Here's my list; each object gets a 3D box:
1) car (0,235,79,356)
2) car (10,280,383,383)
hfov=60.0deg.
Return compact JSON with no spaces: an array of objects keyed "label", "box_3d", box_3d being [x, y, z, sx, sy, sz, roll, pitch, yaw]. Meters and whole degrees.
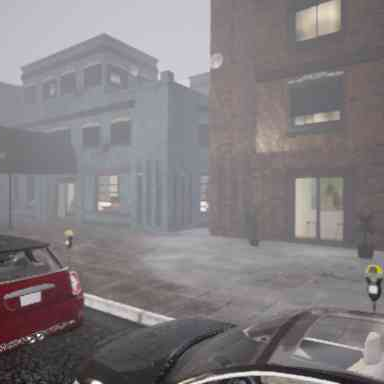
[{"label":"car","box_3d":[-3.694,1.424,5.508,4.097,1.590,1.967,0,0,36]},{"label":"car","box_3d":[0.943,1.550,2.200,4.403,1.369,2.008,0,0,36]}]
